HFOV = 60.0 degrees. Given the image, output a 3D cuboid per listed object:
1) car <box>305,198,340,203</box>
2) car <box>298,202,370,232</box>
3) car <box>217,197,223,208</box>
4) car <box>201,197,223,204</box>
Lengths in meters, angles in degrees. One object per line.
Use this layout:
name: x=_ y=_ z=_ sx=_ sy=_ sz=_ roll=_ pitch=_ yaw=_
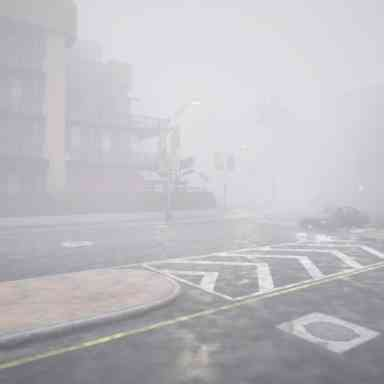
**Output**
car: x=17.606 y=1.491 z=45.118 sx=2.128 sy=1.511 sz=4.902 roll=0 pitch=0 yaw=-35
car: x=8.722 y=1.547 z=20.190 sx=5.357 sy=1.411 sz=2.033 roll=0 pitch=0 yaw=-37
car: x=2.118 y=1.491 z=48.623 sx=2.128 sy=1.511 sz=4.902 roll=0 pitch=0 yaw=-35
car: x=3.821 y=1.601 z=64.853 sx=1.895 sy=1.301 sz=4.718 roll=0 pitch=0 yaw=-35
